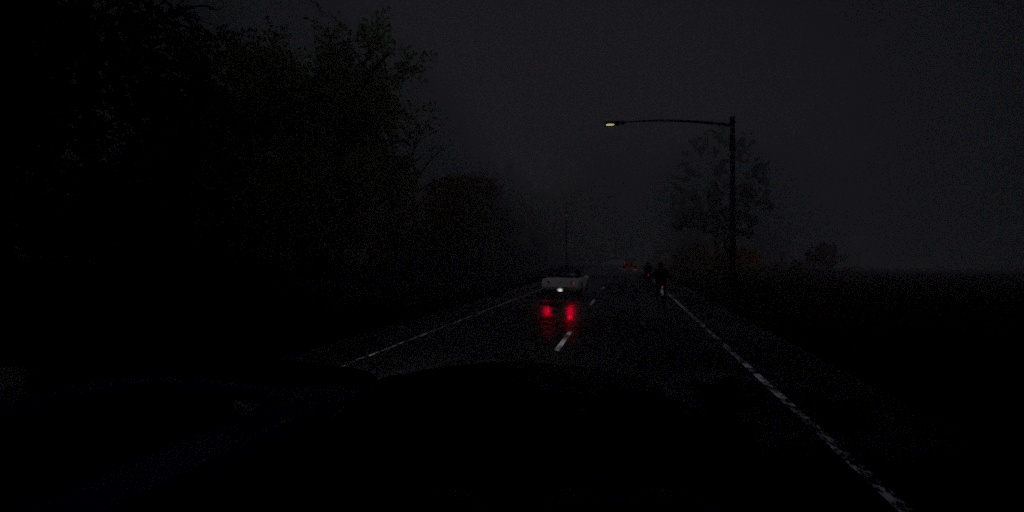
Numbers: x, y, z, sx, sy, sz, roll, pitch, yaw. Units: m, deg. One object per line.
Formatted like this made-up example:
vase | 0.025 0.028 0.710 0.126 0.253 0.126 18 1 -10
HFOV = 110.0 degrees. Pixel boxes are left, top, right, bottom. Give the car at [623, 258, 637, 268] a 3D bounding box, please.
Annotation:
car | 19.429 1.113 59.209 2.097 1.767 4.553 0 0 18

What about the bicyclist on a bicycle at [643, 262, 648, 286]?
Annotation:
bicyclist on a bicycle | 8.712 1.206 22.931 0.582 1.620 1.656 0 0 18

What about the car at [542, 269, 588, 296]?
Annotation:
car | 3.032 1.353 19.511 1.895 1.301 4.718 0 0 18

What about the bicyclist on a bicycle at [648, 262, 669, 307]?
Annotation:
bicyclist on a bicycle | 6.030 1.123 14.560 0.659 1.776 1.843 0 0 18

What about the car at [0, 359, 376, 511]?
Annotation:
car | -2.556 1.313 2.075 1.994 1.385 4.181 0 0 18
